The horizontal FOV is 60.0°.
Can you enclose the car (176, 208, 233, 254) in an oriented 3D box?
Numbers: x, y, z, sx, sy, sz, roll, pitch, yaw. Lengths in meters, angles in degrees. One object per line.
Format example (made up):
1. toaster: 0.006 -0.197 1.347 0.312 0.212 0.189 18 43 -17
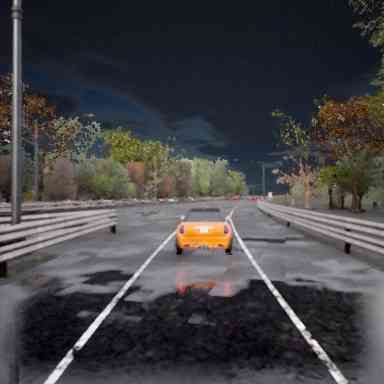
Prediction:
1. car: 0.549 1.431 14.013 2.097 1.767 4.553 0 0 3
